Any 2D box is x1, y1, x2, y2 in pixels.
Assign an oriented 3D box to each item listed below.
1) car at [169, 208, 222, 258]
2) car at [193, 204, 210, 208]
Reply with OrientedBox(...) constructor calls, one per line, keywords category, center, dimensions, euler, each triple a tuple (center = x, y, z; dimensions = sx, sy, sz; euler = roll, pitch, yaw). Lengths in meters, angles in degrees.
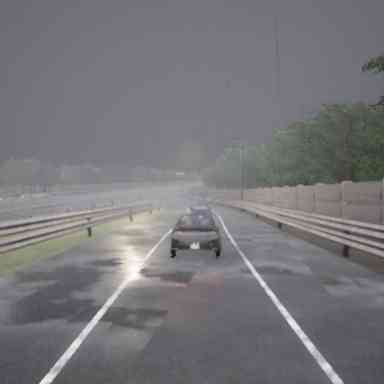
OrientedBox(category="car", center=(0.187, 1.612, 13.417), dimensions=(2.128, 1.511, 4.902), euler=(0, 0, 2))
OrientedBox(category="car", center=(0.802, 1.779, 28.748), dimensions=(1.812, 1.442, 4.674), euler=(0, 0, 3))
